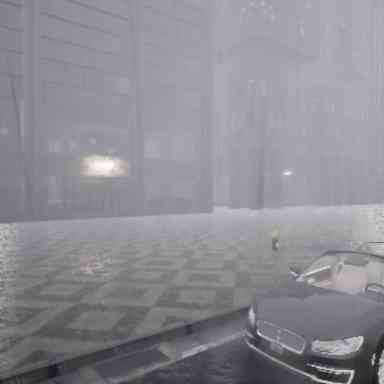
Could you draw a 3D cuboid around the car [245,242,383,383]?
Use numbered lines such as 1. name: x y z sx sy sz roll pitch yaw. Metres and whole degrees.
1. car: 2.716 1.520 5.053 4.403 1.369 2.008 0 0 -37
